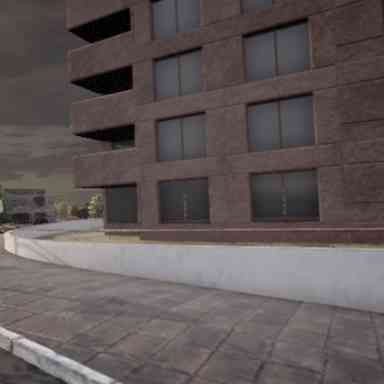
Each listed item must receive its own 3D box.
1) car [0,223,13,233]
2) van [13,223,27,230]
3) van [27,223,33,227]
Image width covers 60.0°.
[{"bbox_3d":[-35.976,6.836,60.206,5.366,1.575,1.946,-2,-7,6],"label":"car"},{"bbox_3d":[-34.351,6.907,62.906,4.442,1.987,1.878,-2,-7,6],"label":"van"},{"bbox_3d":[-33.024,7.209,65.612,4.442,1.987,1.878,-2,-7,6],"label":"van"}]
